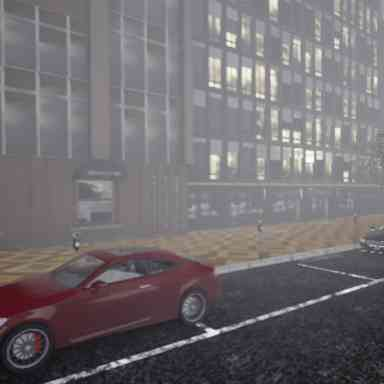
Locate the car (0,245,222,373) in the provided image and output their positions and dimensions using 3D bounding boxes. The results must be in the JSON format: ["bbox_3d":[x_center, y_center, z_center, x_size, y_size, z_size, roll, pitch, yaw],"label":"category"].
[{"bbox_3d":[-1.370,1.613,5.602,4.206,1.307,1.802,0,-1,-36],"label":"car"}]

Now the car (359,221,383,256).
[{"bbox_3d":[7.865,1.611,12.230,4.403,1.369,2.008,0,-1,-36],"label":"car"}]
